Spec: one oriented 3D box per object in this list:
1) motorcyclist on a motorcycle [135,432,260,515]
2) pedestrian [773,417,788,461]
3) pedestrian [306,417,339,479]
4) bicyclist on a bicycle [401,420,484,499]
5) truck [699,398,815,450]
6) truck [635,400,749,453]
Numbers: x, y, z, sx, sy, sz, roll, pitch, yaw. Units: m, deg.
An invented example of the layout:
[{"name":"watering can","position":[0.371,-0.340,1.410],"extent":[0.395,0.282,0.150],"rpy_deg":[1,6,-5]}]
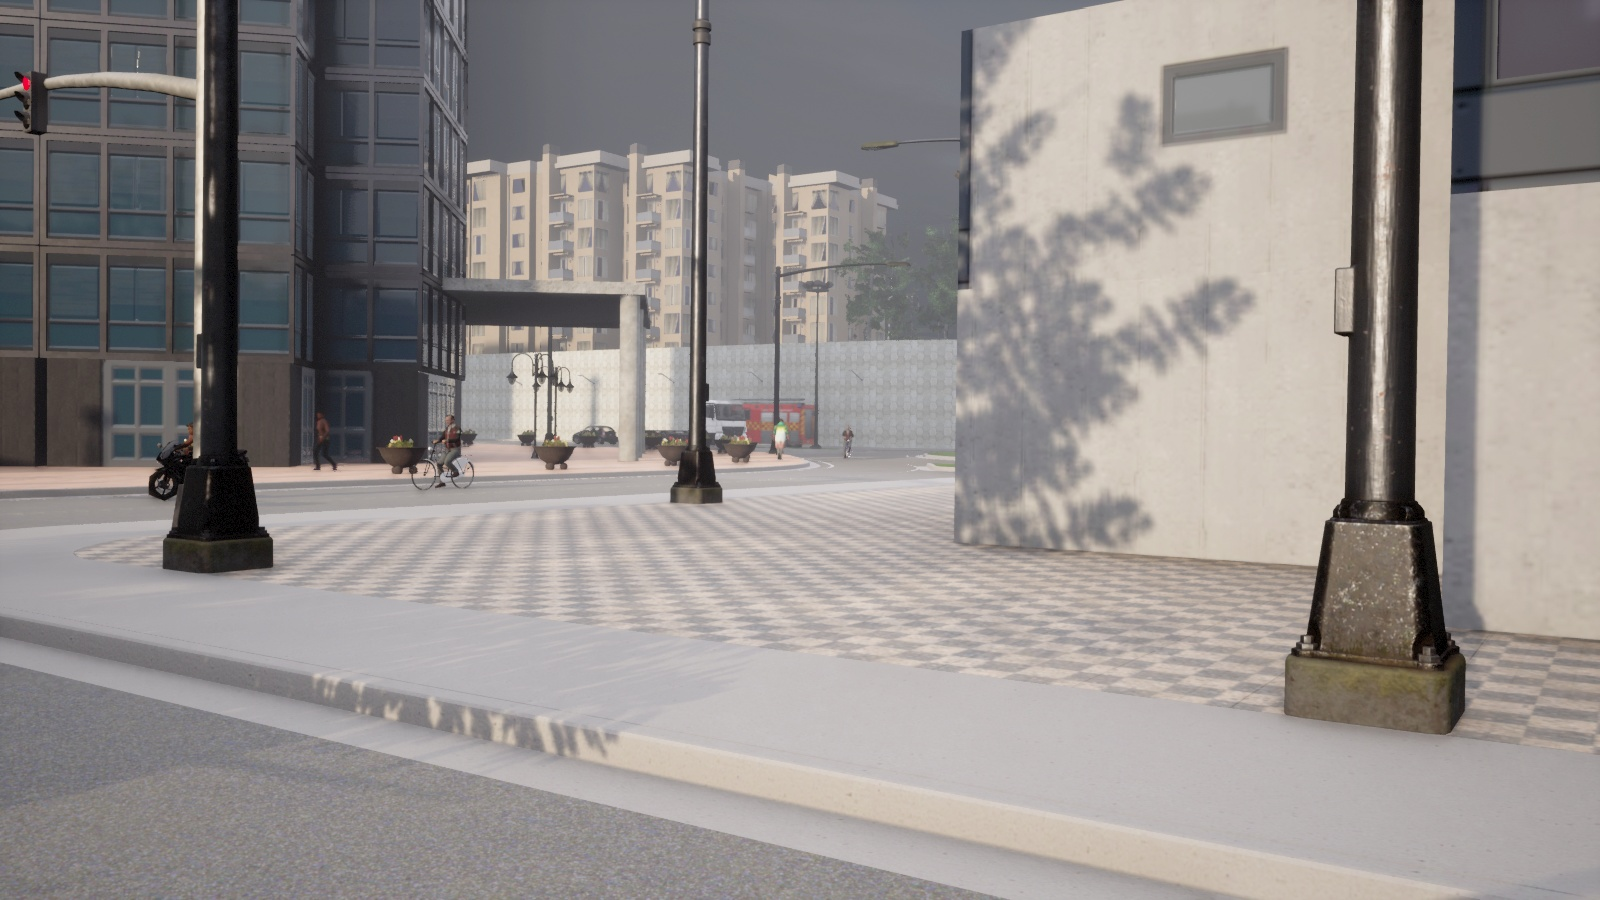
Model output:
[{"name":"motorcyclist on a motorcycle","position":[-11.628,0.415,24.317],"extent":[0.797,1.523,2.044],"rpy_deg":[0,1,34]},{"name":"pedestrian","position":[-0.876,-0.501,56.180],"extent":[0.659,1.952,0.873],"rpy_deg":[0,1,-1]},{"name":"pedestrian","position":[-13.926,-0.063,36.627],"extent":[0.328,1.805,0.869],"rpy_deg":[0,1,31]},{"name":"bicyclist on a bicycle","position":[-8.301,0.204,29.227],"extent":[0.659,1.776,1.843],"rpy_deg":[0,1,34]},{"name":"truck","position":[-3.316,-1.973,96.241],"extent":[8.468,3.827,2.891],"rpy_deg":[0,1,26]},{"name":"truck","position":[-7.395,-1.584,85.104],"extent":[7.936,3.462,2.891],"rpy_deg":[1,1,40]}]
